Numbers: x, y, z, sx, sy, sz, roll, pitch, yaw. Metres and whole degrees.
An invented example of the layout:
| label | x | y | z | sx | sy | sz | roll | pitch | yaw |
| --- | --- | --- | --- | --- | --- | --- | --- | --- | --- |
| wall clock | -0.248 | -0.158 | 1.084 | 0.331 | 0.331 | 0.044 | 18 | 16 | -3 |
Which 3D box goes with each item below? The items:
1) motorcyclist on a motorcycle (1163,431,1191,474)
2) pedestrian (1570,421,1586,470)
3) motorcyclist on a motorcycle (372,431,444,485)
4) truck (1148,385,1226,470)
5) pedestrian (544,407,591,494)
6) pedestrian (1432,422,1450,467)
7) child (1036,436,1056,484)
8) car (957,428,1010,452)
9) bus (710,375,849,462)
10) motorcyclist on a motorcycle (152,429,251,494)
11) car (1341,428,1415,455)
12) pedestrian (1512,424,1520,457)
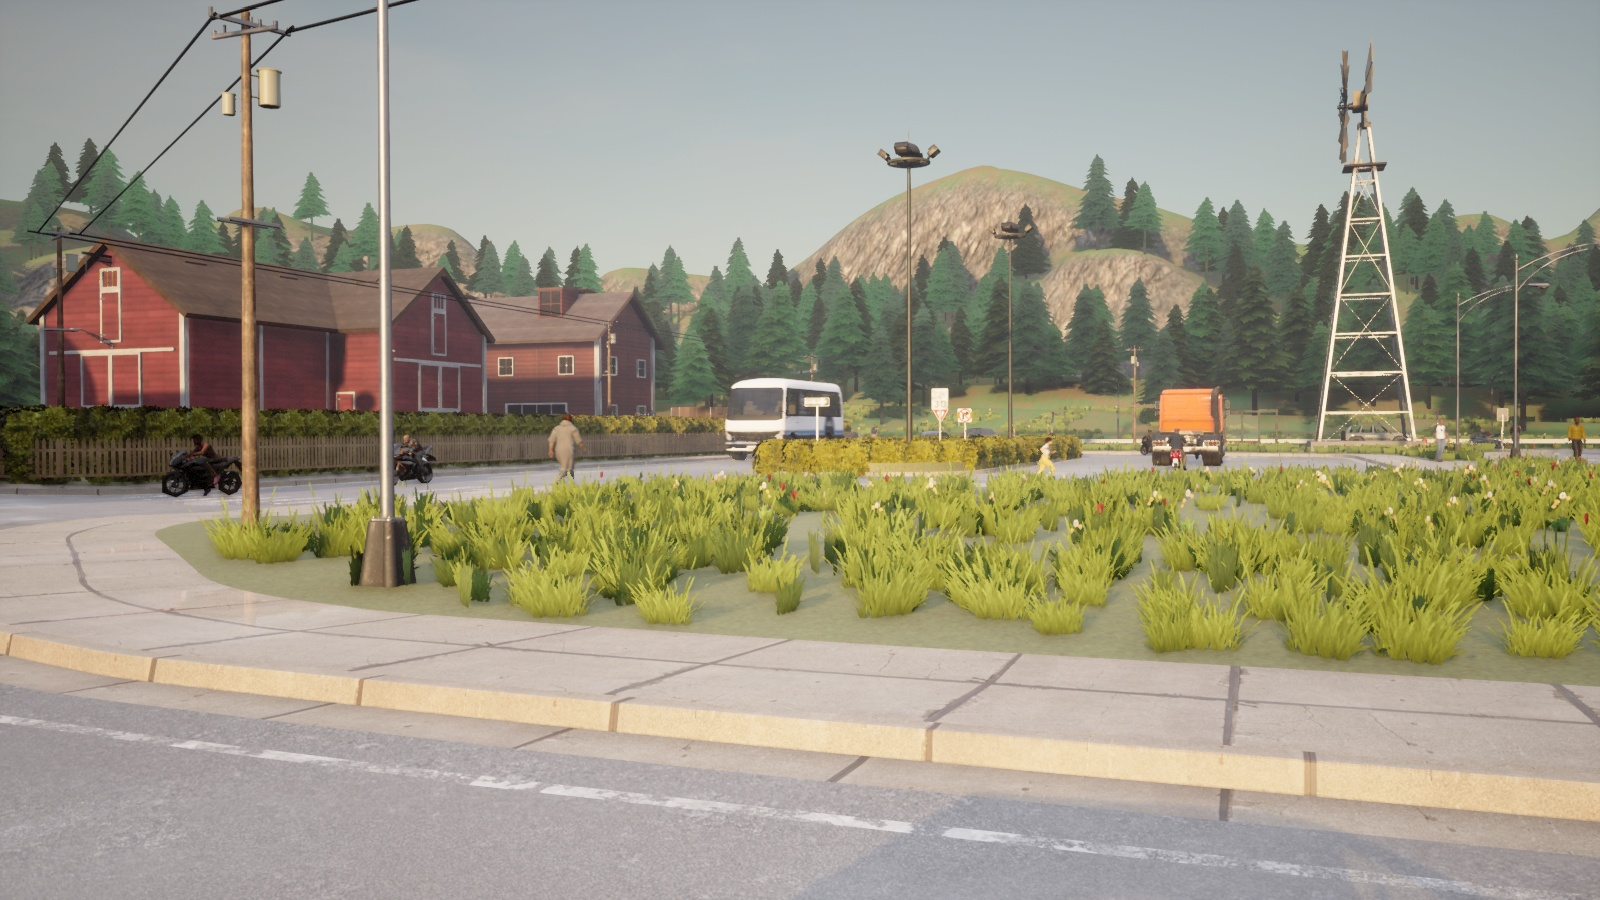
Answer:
| label | x | y | z | sx | sy | sz | roll | pitch | yaw |
| --- | --- | --- | --- | --- | --- | --- | --- | --- | --- |
| motorcyclist on a motorcycle | 14.074 | 0.082 | 46.870 | 0.866 | 1.590 | 1.817 | 1 | 1 | 21 |
| pedestrian | 29.456 | -0.169 | 47.565 | 0.370 | 1.835 | 0.726 | 1 | 1 | 20 |
| motorcyclist on a motorcycle | -11.597 | 0.222 | 37.216 | 0.866 | 1.530 | 2.191 | 1 | 0 | 20 |
| truck | 17.088 | -0.974 | 55.106 | 2.891 | 3.462 | 7.936 | 1 | 1 | 20 |
| pedestrian | -5.300 | 0.004 | 28.618 | 0.659 | 1.952 | 0.873 | 1 | 1 | 29 |
| pedestrian | 26.269 | -0.235 | 51.470 | 0.354 | 1.836 | 0.706 | 0 | 1 | -2 |
| child | 6.433 | 0.261 | 32.794 | 0.437 | 1.263 | 0.270 | 0 | 1 | -9 |
| car | 13.683 | -0.763 | 93.610 | 2.097 | 1.767 | 4.553 | 1 | 1 | 35 |
| bus | -0.856 | -1.619 | 66.586 | 3.944 | 4.253 | 10.273 | 1 | 1 | 20 |
| motorcyclist on a motorcycle | -14.571 | 0.263 | 30.620 | 0.797 | 1.523 | 2.044 | 1 | 1 | 35 |
| car | 40.666 | -0.621 | 88.480 | 4.605 | 1.855 | 1.932 | 1 | 1 | 20 |
| pedestrian | 41.948 | -0.539 | 73.577 | 0.402 | 1.930 | 0.666 | 1 | 1 | 30 |
